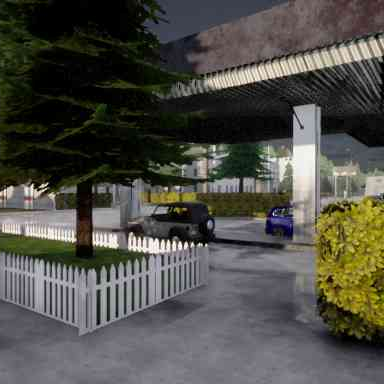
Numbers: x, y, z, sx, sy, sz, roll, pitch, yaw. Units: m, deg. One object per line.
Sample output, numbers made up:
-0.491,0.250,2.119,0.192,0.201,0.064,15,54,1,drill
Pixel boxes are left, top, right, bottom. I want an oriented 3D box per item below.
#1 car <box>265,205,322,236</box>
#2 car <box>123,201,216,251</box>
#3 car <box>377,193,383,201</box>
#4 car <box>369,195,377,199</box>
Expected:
5.890,1.480,15.937,4.611,1.667,2.242,0,0,35,car
-0.912,1.313,13.790,3.866,1.878,1.905,0,0,35,car
25.851,1.077,43.467,1.905,1.878,3.866,0,0,35,car
33.119,1.298,60.206,2.007,1.523,4.514,0,0,35,car
